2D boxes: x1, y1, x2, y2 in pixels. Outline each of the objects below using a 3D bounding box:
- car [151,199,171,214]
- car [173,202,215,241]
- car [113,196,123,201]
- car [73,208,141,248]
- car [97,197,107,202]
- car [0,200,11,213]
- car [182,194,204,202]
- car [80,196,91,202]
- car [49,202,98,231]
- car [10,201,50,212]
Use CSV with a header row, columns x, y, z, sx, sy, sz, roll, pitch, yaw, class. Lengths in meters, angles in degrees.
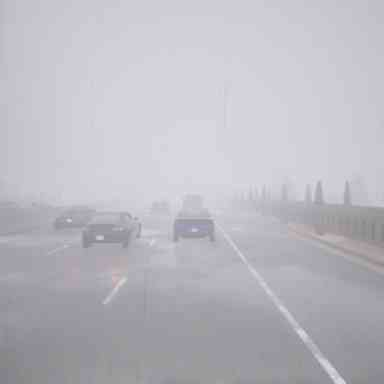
x,y,z,sx,sy,sz,roll,pitch,yaw,class
-3.409,1.538,36.533,2.128,1.511,4.902,0,0,0,car
0.094,1.486,16.714,1.882,1.535,5.008,0,0,0,car
-15.801,1.686,71.280,1.837,1.490,4.892,0,0,-10,car
-3.417,1.532,14.681,1.812,1.442,4.674,0,0,0,car
-19.735,1.706,73.025,1.994,1.385,4.181,0,0,-13,car
-17.602,1.536,30.798,1.837,1.490,4.892,0,0,0,car
0.091,1.267,36.051,2.150,2.045,5.566,0,0,0,car
-23.128,1.640,72.168,1.882,1.535,5.008,0,0,-13,car
-6.905,1.578,20.730,1.994,1.385,4.181,0,0,0,car
-14.102,1.594,30.091,1.994,1.385,4.181,0,0,0,car
